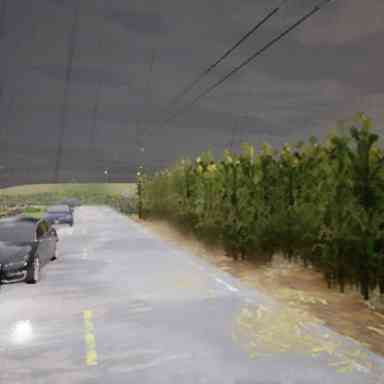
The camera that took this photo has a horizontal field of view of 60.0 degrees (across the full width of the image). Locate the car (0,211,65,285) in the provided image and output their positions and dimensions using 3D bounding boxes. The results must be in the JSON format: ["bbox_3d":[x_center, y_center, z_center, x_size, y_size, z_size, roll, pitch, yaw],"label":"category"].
[{"bbox_3d":[-5.054,1.531,9.489,1.837,1.490,4.892,0,0,-13],"label":"car"}]

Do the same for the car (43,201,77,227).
[{"bbox_3d":[-9.076,1.576,22.824,1.812,1.442,4.674,0,0,-18],"label":"car"}]

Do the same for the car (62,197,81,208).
[{"bbox_3d":[-18.435,1.615,50.579,1.837,1.490,4.892,0,0,-39],"label":"car"}]
